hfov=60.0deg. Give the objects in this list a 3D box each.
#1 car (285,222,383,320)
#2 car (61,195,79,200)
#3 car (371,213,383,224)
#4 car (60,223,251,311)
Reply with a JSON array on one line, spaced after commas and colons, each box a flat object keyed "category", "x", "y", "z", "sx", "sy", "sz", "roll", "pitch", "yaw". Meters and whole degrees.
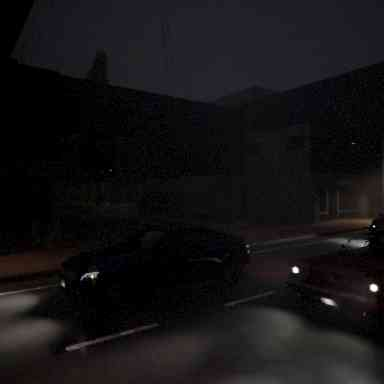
[{"category": "car", "x": 4.120, "y": 1.541, "z": 6.961, "sx": 4.718, "sy": 1.301, "sz": 1.895, "roll": -1, "pitch": 0, "yaw": -36}, {"category": "car", "x": -31.609, "y": 1.490, "z": 86.580, "sx": 4.718, "sy": 1.301, "sz": 1.895, "roll": -1, "pitch": 0, "yaw": -14}, {"category": "car", "x": 10.233, "y": 1.354, "z": 15.659, "sx": 4.892, "sy": 1.490, "sz": 1.837, "roll": -3, "pitch": 2, "yaw": -36}, {"category": "car", "x": -0.618, "y": 1.500, "z": 7.852, "sx": 4.674, "sy": 1.442, "sz": 1.812, "roll": -1, "pitch": 0, "yaw": -36}]
